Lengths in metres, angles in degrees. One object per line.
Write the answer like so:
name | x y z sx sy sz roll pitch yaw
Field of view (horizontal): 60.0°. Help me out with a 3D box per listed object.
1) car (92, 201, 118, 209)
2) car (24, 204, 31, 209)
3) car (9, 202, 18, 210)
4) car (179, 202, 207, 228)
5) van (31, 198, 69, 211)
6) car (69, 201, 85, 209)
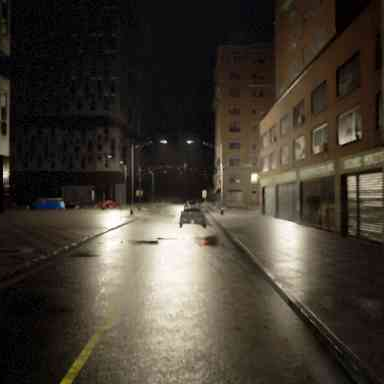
car | -14.535 2.159 55.772 4.206 1.307 1.802 0 -1 0
car | -25.833 2.208 55.770 4.403 1.369 2.008 0 -1 0
car | -31.481 2.278 55.768 4.206 1.307 1.802 0 -1 0
car | 0.064 1.725 23.930 1.812 1.442 4.674 0 0 1
van | -20.175 1.814 47.250 3.998 1.788 1.690 0 -1 0
car | -20.184 2.183 55.771 4.313 1.339 1.947 0 -1 0
